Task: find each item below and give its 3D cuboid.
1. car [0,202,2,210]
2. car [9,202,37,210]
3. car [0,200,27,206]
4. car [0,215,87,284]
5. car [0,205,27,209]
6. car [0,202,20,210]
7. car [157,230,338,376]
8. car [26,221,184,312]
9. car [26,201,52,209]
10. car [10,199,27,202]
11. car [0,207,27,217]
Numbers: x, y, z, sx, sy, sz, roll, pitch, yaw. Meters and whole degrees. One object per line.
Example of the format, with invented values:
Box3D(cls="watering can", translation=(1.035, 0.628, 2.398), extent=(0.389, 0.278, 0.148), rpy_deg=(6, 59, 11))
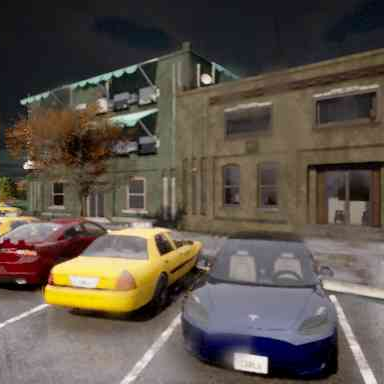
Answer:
Box3D(cls="car", translation=(-37.719, 2.522, 60.981), extent=(4.892, 1.521, 2.231), rpy_deg=(0, -2, 15))
Box3D(cls="car", translation=(-33.829, 2.756, 66.554), extent=(4.792, 1.488, 2.163), rpy_deg=(0, -2, 15))
Box3D(cls="car", translation=(-26.032, 2.301, 45.733), extent=(5.366, 1.575, 1.946), rpy_deg=(2, -2, 15))
Box3D(cls="car", translation=(-3.522, 1.487, 9.452), extent=(2.097, 1.535, 5.008), rpy_deg=(0, -1, 15))
Box3D(cls="car", translation=(-8.351, 1.488, 12.893), extent=(2.097, 1.535, 5.008), rpy_deg=(1, -1, 16))
Box3D(cls="car", translation=(-35.971, 2.621, 63.813), extent=(5.366, 1.575, 1.946), rpy_deg=(0, -2, 15))
Box3D(cls="car", translation=(1.292, 1.516, 5.989), extent=(2.163, 1.488, 4.792), rpy_deg=(1, -1, 15))
Box3D(cls="car", translation=(-1.076, 1.487, 7.915), extent=(1.946, 1.575, 5.366), rpy_deg=(0, -1, 16))
Box3D(cls="car", translation=(-31.953, 2.703, 69.357), extent=(4.553, 1.767, 2.185), rpy_deg=(0, -2, 15))
Box3D(cls="car", translation=(-24.446, 2.155, 48.260), extent=(5.566, 2.045, 2.435), rpy_deg=(1, -1, 15))
Box3D(cls="car", translation=(-5.893, 1.488, 11.352), extent=(1.946, 1.575, 5.366), rpy_deg=(0, -1, 16))
